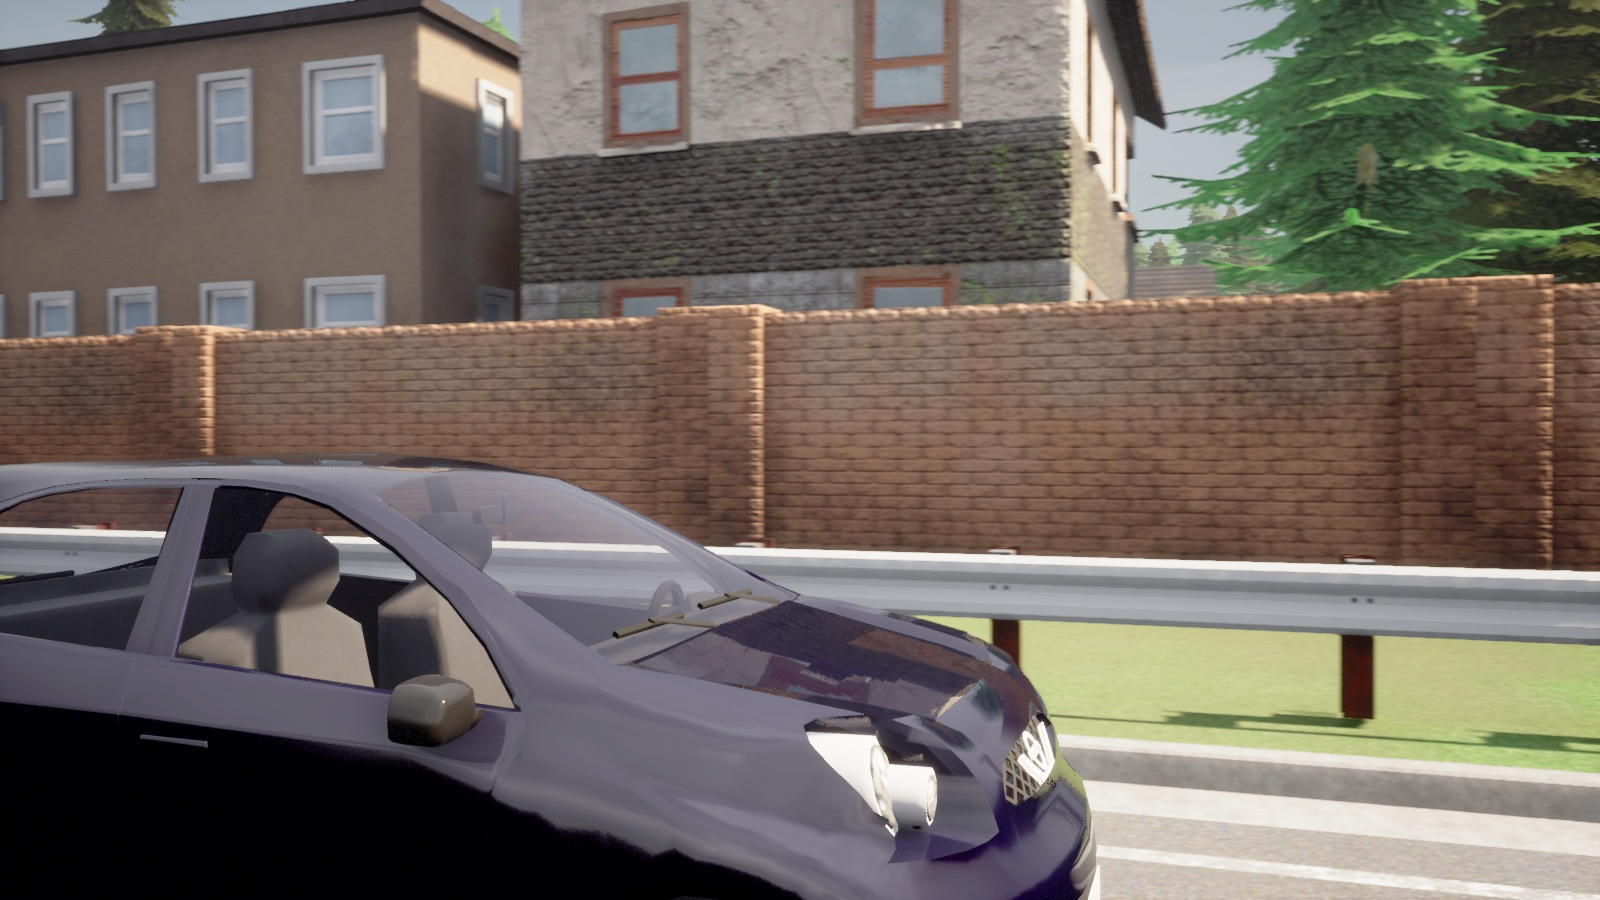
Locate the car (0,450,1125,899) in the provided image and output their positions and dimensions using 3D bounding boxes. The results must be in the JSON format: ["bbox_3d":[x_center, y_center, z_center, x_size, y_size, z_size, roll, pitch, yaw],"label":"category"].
[{"bbox_3d":[-1.031,0.780,3.540,3.633,1.501,1.845,1,1,19],"label":"car"}]
